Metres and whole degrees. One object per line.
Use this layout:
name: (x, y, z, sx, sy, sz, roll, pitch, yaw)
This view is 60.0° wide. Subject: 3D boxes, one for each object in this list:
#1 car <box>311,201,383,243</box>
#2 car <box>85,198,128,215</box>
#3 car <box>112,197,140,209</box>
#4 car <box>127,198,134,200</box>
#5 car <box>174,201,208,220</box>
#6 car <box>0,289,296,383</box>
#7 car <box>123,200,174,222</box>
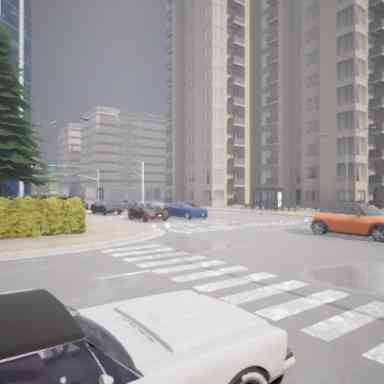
car: (8.250, 1.354, 16.306, 2.097, 1.767, 4.553, 0, 0, -35)
car: (-8.957, 1.599, 34.501, 2.033, 1.411, 5.357, 0, 0, -35)
car: (-9.539, 1.541, 47.752, 2.128, 1.511, 4.902, 0, 0, -35)
car: (-8.691, 1.557, 40.191, 1.837, 1.490, 4.892, 0, 0, -35)
car: (-0.587, 1.529, 28.754, 1.882, 1.535, 5.008, 0, 1, -35)
car: (-1.270, 1.601, 2.841, 4.718, 1.301, 1.895, 0, 0, -35)
car: (-3.608, 1.616, 26.964, 1.994, 1.385, 4.181, 0, 0, -35)
